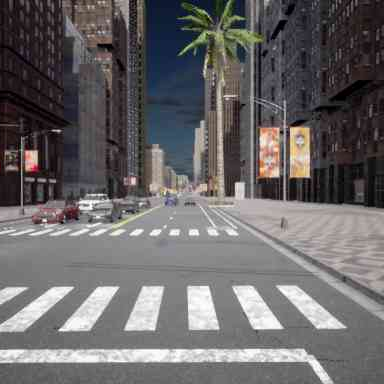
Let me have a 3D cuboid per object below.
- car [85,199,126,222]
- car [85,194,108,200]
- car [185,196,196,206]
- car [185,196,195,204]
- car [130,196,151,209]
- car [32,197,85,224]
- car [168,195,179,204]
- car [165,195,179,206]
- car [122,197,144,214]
[{"bbox_3d":[-6.742,1.531,26.179,1.812,1.442,4.674,0,0,0],"label":"car"},{"bbox_3d":[-10.043,1.231,34.257,2.150,2.045,5.566,0,0,0],"label":"car"},{"bbox_3d":[-0.322,1.586,56.124,2.033,1.411,5.357,0,0,0],"label":"car"},{"bbox_3d":[-0.381,1.539,66.547,1.882,1.535,5.008,0,0,0],"label":"car"},{"bbox_3d":[-6.852,1.513,46.146,2.128,1.511,4.902,0,0,0],"label":"car"},{"bbox_3d":[-9.987,1.357,24.769,2.097,1.767,4.553,0,0,0],"label":"car"},{"bbox_3d":[-3.631,1.413,66.498,2.097,1.767,4.553,0,0,0],"label":"car"},{"bbox_3d":[-3.574,1.565,56.522,1.812,1.442,4.674,0,0,0],"label":"car"},{"bbox_3d":[-6.802,1.558,35.850,2.033,1.411,5.357,0,0,0],"label":"car"}]
